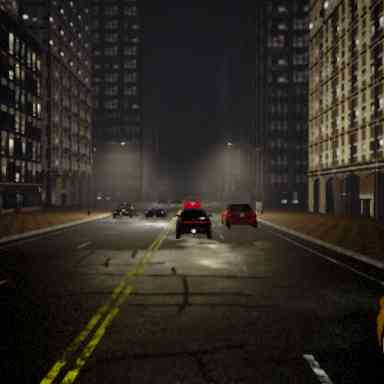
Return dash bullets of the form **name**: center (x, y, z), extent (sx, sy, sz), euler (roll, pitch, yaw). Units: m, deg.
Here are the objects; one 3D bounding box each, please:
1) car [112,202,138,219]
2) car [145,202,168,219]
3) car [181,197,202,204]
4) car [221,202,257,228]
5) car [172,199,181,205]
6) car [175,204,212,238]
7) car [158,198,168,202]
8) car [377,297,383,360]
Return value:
- **car**: center (-6.615, 1.824, 33.263), extent (1.837, 1.490, 4.892), euler (0, -1, 0)
- **car**: center (-3.367, 1.909, 32.128), extent (1.895, 1.301, 4.718), euler (0, -1, 0)
- **car**: center (0.072, 1.632, 43.120), extent (2.150, 2.045, 5.566), euler (0, 0, 0)
- **car**: center (3.334, 1.588, 24.288), extent (2.097, 1.767, 4.553), euler (0, -1, 0)
- **car**: center (-3.300, 2.142, 73.369), extent (1.994, 1.385, 4.181), euler (0, 0, 0)
- **car**: center (0.086, 1.693, 19.000), extent (1.837, 1.490, 4.892), euler (0, 0, 0)
- **car**: center (-6.551, 2.046, 75.588), extent (2.128, 1.511, 4.902), euler (0, 0, 0)
- **car**: center (3.347, 1.503, 2.350), extent (1.882, 1.535, 5.008), euler (0, 0, 0)
